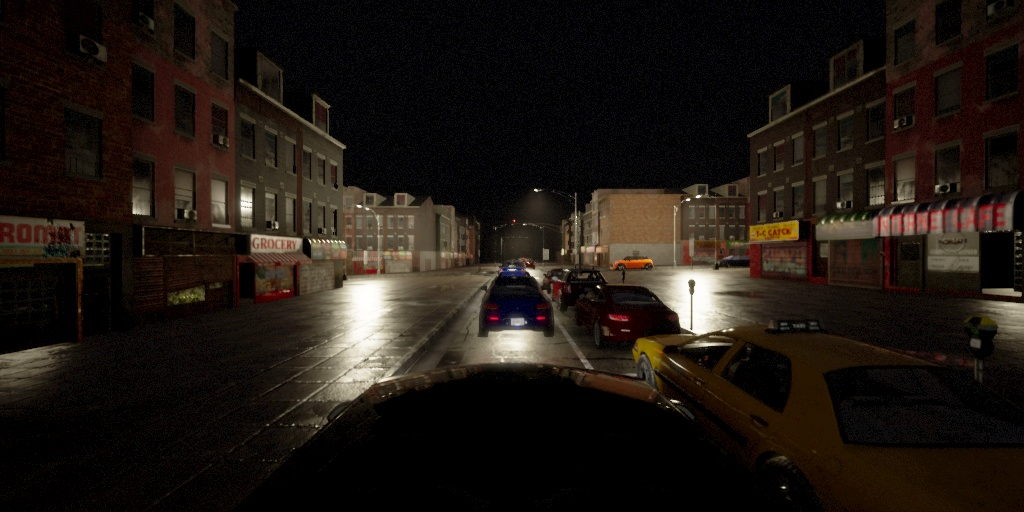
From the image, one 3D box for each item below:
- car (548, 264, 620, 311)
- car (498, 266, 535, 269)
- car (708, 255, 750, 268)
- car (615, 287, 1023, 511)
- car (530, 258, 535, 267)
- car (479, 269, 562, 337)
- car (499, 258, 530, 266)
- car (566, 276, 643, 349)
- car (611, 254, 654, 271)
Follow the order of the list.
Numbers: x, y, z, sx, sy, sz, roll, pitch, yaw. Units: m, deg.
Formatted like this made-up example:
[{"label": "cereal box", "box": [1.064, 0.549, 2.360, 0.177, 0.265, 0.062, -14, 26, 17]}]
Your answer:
[{"label": "car", "box": [2.648, 1.193, 14.347, 1.967, 1.591, 4.097, 0, 0, 0]}, {"label": "car", "box": [0.117, 1.357, 17.579, 1.895, 1.301, 4.718, 0, 0, 0]}, {"label": "car", "box": [25.157, 0.623, 40.334, 5.357, 1.411, 2.033, -1, 0, 0]}, {"label": "car", "box": [2.640, 1.275, 3.584, 1.751, 1.417, 4.829, 0, 0, 0]}, {"label": "car", "box": [2.679, 1.304, 57.154, 1.967, 1.591, 4.097, 0, 0, 0]}, {"label": "car", "box": [0.079, 1.276, 10.141, 1.812, 1.442, 4.674, 0, 0, -1]}, {"label": "car", "box": [0.007, 1.122, 27.478, 2.097, 1.767, 4.553, 0, 0, 0]}, {"label": "car", "box": [2.644, 1.332, 8.881, 1.802, 1.307, 4.207, 0, 0, 0]}, {"label": "car", "box": [13.385, 0.732, 40.315, 4.553, 1.767, 2.097, -1, 0, 0]}]
